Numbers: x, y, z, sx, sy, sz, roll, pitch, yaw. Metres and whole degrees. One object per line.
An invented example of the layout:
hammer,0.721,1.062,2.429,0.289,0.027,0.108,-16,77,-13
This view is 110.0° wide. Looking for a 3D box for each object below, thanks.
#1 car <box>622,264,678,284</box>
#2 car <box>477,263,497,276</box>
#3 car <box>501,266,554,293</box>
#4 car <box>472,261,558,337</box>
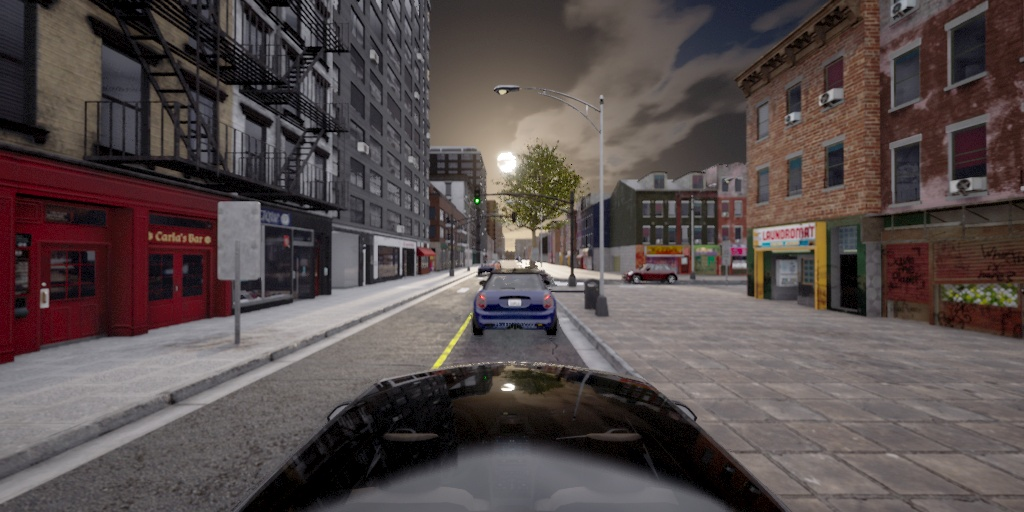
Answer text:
car,10.931,1.365,28.738,4.097,1.591,1.967,0,0,0
car,-2.824,1.503,40.912,1.895,1.301,4.718,0,0,0
car,1.086,1.394,22.520,1.994,1.385,4.181,0,0,22
car,0.079,1.134,10.588,2.097,1.767,4.553,0,0,0
